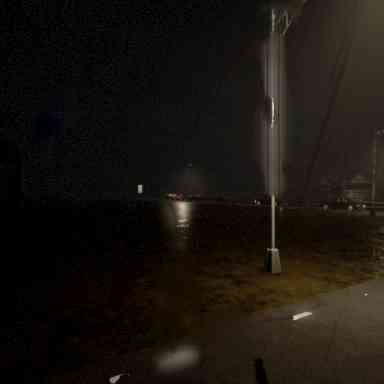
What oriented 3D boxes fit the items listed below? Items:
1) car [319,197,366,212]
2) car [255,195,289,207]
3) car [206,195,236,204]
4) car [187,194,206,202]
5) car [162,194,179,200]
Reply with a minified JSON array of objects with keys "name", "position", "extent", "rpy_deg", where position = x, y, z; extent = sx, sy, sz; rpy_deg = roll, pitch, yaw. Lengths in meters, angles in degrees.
[{"name":"car","position":[16.303,1.292,36.124],"extent":[1.837,1.490,4.892],"rpy_deg":[2,0,-35]},{"name":"car","position":[10.547,1.177,44.238],"extent":[1.837,1.490,4.892],"rpy_deg":[2,0,-35]},{"name":"car","position":[4.776,1.174,52.381],"extent":[1.895,1.301,4.718],"rpy_deg":[2,-1,-35]},{"name":"car","position":[1.267,1.136,63.697],"extent":[2.033,1.411,5.357],"rpy_deg":[2,-1,-35]},{"name":"car","position":[-4.727,1.122,72.068],"extent":[1.895,1.301,4.718],"rpy_deg":[2,-1,-35]}]
